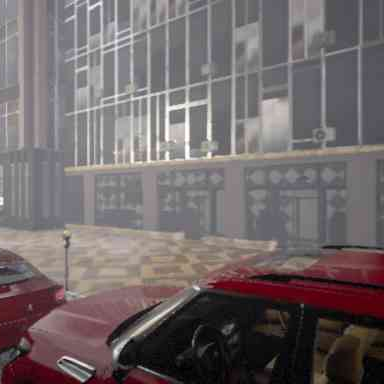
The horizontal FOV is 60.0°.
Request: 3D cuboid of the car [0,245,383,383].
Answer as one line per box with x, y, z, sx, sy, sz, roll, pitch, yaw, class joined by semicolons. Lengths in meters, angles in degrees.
0.827;1.312;2.141;5.009;1.841;2.192;0;0;35;car
